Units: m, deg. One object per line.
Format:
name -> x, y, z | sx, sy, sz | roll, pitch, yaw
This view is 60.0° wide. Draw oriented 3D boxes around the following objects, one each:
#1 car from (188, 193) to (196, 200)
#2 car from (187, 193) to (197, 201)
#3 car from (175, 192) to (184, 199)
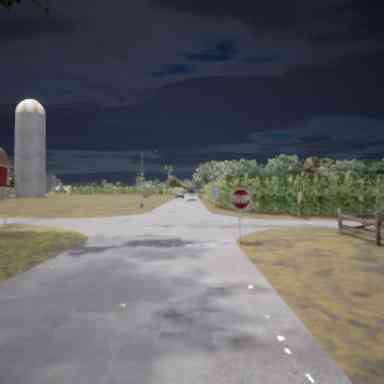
car -> 0.001, 1.037, 80.408 | 2.033, 1.411, 5.357 | 0, 0, 0
car -> 0.001, 1.300, 70.432 | 1.895, 1.301, 4.718 | 0, 0, 0
car -> -2.749, 0.785, 74.577 | 1.882, 1.535, 5.008 | 0, 0, 0
